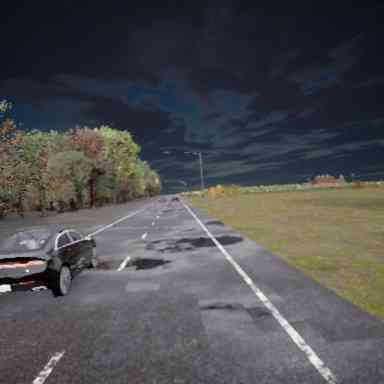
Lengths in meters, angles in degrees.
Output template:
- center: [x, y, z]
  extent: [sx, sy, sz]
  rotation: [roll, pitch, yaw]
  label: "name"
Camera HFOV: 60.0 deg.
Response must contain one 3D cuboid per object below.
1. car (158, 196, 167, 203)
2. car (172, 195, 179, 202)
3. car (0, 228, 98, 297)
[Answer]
- center: [-7.850, 2.027, 86.518]
  extent: [2.128, 1.511, 4.902]
  rotation: [-4, 0, -3]
  label: "car"
- center: [-4.363, 1.783, 86.695]
  extent: [1.837, 1.490, 4.892]
  rotation: [-4, 0, -3]
  label: "car"
- center: [-3.959, 1.746, 9.140]
  extent: [2.128, 1.511, 4.902]
  rotation: [-4, 0, -3]
  label: "car"
